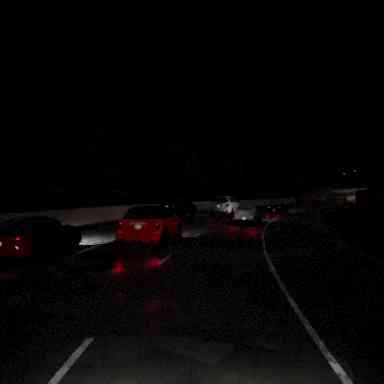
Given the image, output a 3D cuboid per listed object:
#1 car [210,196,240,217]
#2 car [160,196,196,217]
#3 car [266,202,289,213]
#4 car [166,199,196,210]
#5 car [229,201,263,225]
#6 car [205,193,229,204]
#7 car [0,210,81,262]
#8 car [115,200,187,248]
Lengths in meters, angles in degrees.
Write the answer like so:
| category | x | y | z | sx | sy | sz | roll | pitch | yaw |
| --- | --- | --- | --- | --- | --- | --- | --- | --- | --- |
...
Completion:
| category | x | y | z | sx | sy | sz | roll | pitch | yaw |
| --- | --- | --- | --- | --- | --- | --- | --- | --- | --- |
| car | 3.497 | 1.414 | 33.800 | 2.150 | 2.045 | 5.566 | 0 | 0 | 22 |
| car | -1.348 | 1.379 | 30.904 | 2.150 | 2.045 | 5.566 | 0 | 0 | 19 |
| car | 10.604 | 1.859 | 40.703 | 1.895 | 1.301 | 4.718 | 0 | 0 | 27 |
| car | -1.509 | 1.795 | 48.055 | 2.033 | 1.411 | 5.357 | 0 | 0 | 28 |
| car | 4.381 | 1.681 | 25.834 | 1.812 | 1.442 | 4.674 | 0 | 0 | 17 |
| car | 4.962 | 1.306 | 65.153 | 2.150 | 2.045 | 5.566 | 0 | 0 | 33 |
| car | -5.831 | 1.606 | 12.403 | 1.994 | 1.385 | 4.181 | 0 | 0 | 7 |
| car | -1.801 | 1.426 | 15.406 | 2.097 | 1.767 | 4.553 | 0 | 0 | 10 |
